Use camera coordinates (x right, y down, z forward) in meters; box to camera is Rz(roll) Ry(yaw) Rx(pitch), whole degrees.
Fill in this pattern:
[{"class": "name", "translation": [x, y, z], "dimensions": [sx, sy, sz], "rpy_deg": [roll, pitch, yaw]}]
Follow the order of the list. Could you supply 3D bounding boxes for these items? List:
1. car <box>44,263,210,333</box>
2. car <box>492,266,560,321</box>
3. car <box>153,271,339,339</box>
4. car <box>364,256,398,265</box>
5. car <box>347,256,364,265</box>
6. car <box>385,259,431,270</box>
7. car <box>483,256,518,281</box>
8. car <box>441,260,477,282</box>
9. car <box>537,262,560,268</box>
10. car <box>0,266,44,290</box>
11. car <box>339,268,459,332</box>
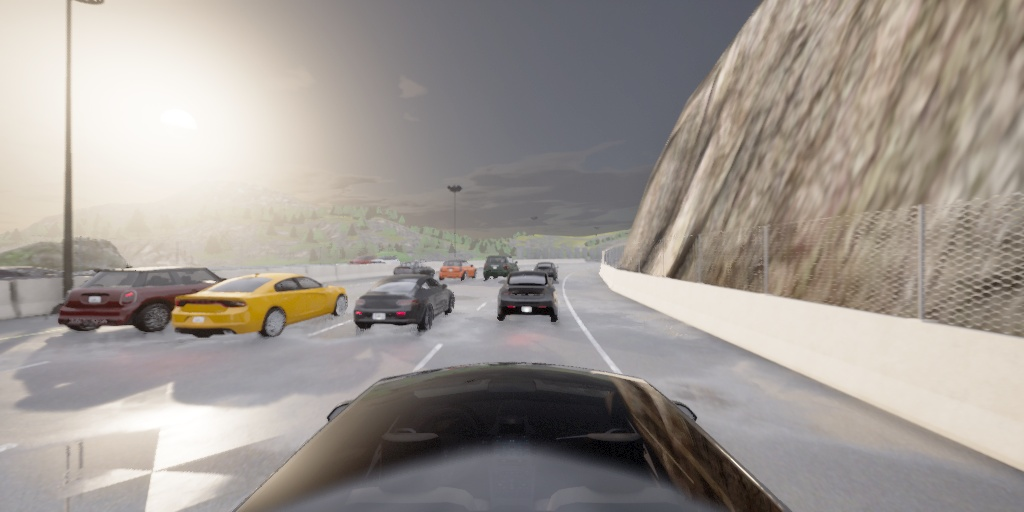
[{"class": "car", "translation": [-10.034, 1.081, 10.839], "dimensions": [2.097, 1.767, 4.553], "rpy_deg": [0, 0, 3]}, {"class": "car", "translation": [0.585, 1.264, 12.557], "dimensions": [1.837, 1.490, 4.892], "rpy_deg": [0, 0, 4]}, {"class": "car", "translation": [-6.575, 1.216, 10.136], "dimensions": [1.882, 1.535, 5.008], "rpy_deg": [0, 0, 3]}, {"class": "car", "translation": [-19.897, 0.954, 55.990], "dimensions": [2.150, 2.045, 5.566], "rpy_deg": [0, 0, 17]}, {"class": "car", "translation": [-23.383, 0.944, 56.532], "dimensions": [2.150, 2.045, 5.566], "rpy_deg": [0, 0, 17]}, {"class": "car", "translation": [-7.954, 1.238, 29.385], "dimensions": [2.128, 1.511, 4.902], "rpy_deg": [0, 0, 9]}, {"class": "car", "translation": [-0.839, 0.988, 29.679], "dimensions": [2.150, 2.045, 5.566], "rpy_deg": [0, 0, 10]}, {"class": "car", "translation": [-4.371, 1.109, 29.624], "dimensions": [2.097, 1.767, 4.553], "rpy_deg": [0, 0, 9]}, {"class": "car", "translation": [2.953, 1.282, 30.847], "dimensions": [1.837, 1.490, 4.892], "rpy_deg": [0, 0, 10]}, {"class": "car", "translation": [-20.577, 1.195, 13.471], "dimensions": [2.128, 1.511, 4.902], "rpy_deg": [0, 0, 4]}, {"class": "car", "translation": [-3.050, 1.274, 10.829], "dimensions": [1.812, 1.442, 4.674], "rpy_deg": [0, 0, 3]}]
